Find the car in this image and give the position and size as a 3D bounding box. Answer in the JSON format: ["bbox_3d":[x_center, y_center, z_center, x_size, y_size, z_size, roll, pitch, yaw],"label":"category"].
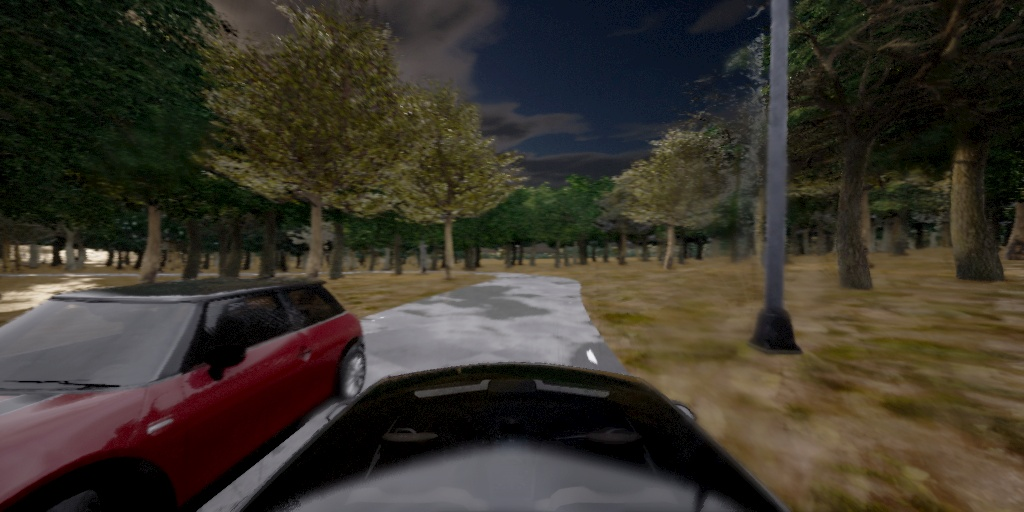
[{"bbox_3d":[-3.128,1.038,3.162,2.097,1.767,4.553,1,0,2],"label":"car"}]
